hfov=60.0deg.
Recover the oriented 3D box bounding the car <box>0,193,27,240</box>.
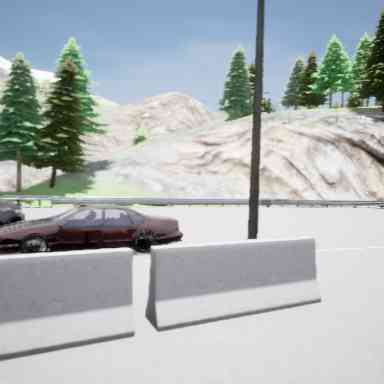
[{"bbox_3d":[-8.495,0.825,11.548,4.902,1.511,2.128,1,2,-24],"label":"car"}]

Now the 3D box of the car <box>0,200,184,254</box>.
[{"bbox_3d":[-2.962,1.091,10.203,5.357,1.411,2.033,1,2,-23],"label":"car"}]
